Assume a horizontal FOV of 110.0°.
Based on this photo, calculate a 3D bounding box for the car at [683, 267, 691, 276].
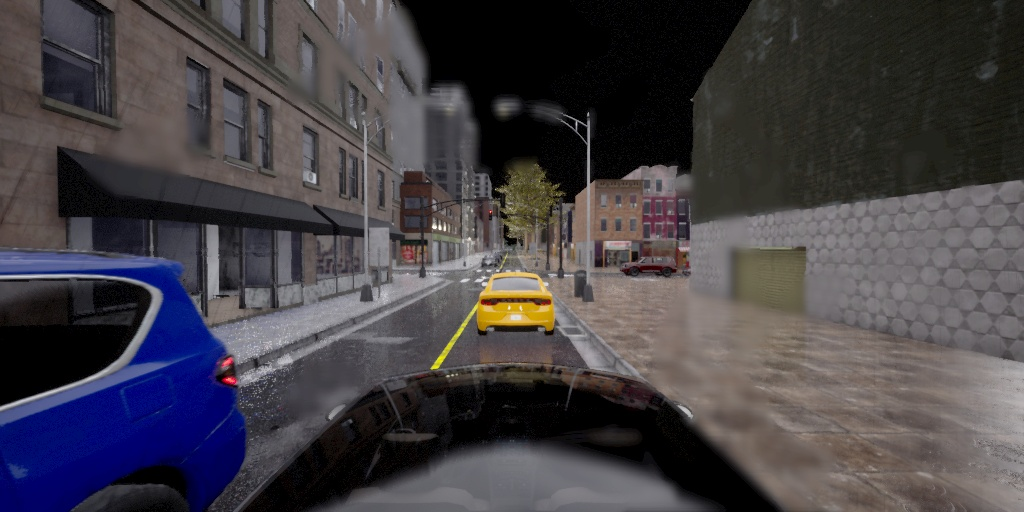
[{"bbox_3d":[18.109,1.296,33.449,4.207,1.307,1.802,0,0,0],"label":"car"}]

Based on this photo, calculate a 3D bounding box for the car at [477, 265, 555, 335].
[{"bbox_3d":[0.097,1.206,10.467,1.882,1.535,5.008,0,0,0],"label":"car"}]

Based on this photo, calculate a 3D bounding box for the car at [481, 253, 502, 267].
[{"bbox_3d":[-2.833,0.613,46.024,2.128,1.511,4.902,0,2,1],"label":"car"}]

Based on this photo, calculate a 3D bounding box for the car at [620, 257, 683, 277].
[{"bbox_3d":[12.707,0.952,33.440,5.009,1.841,2.192,0,0,0],"label":"car"}]

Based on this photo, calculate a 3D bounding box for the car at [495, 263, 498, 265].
[{"bbox_3d":[0.071,1.250,19.909,1.895,1.301,4.718,0,1,0],"label":"car"}]
